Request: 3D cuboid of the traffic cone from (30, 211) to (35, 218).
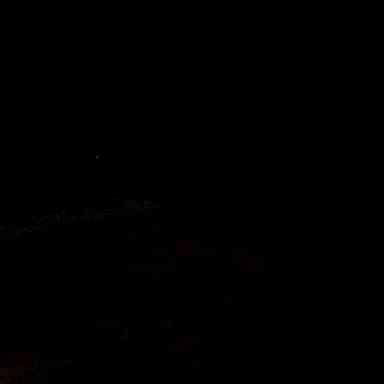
[{"bbox_3d":[-14.303,2.012,29.780,0.340,0.580,0.340,1,0,11],"label":"traffic cone"}]
